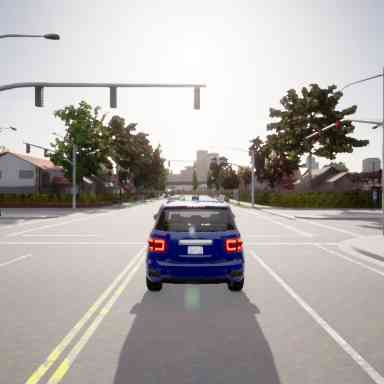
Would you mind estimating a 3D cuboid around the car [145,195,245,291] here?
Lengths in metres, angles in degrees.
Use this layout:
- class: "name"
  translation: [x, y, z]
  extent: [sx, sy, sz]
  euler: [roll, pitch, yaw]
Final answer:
- class: "car"
  translation: [0.069, 1.222, 9.162]
  extent: [2.150, 2.045, 5.566]
  euler: [0, 0, 0]

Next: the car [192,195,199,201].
- class: "car"
  translation: [0.919, 1.478, 88.121]
  extent: [1.882, 1.535, 5.008]
  euler: [0, 0, 0]

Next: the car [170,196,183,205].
- class: "car"
  translation: [-2.821, 1.547, 61.341]
  extent: [2.033, 1.411, 5.357]
  euler: [0, 0, 1]

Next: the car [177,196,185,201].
- class: "car"
  translation: [-2.624, 1.595, 81.390]
  extent: [1.895, 1.301, 4.718]
  euler: [0, 0, 0]

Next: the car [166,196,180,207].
- class: "car"
  translation: [-2.896, 1.478, 51.621]
  extent: [1.882, 1.535, 5.008]
  euler: [0, 0, 1]

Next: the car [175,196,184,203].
- class: "car"
  translation: [-2.688, 1.524, 71.189]
  extent: [1.812, 1.442, 4.674]
  euler: [0, 0, 0]
